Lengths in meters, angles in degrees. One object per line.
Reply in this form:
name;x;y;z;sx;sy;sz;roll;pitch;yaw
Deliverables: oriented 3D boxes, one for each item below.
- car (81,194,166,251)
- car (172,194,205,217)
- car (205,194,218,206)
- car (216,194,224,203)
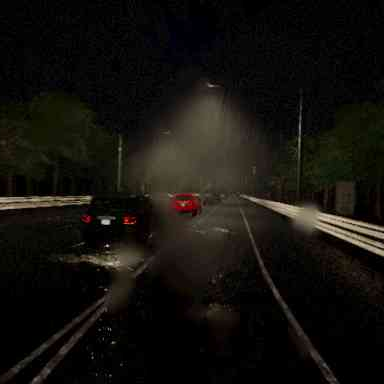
car;-2.612;1.134;14.045;2.150;2.045;5.566;2;0;7
car;-0.421;1.199;31.058;2.150;2.045;5.566;2;0;7
car;2.884;1.608;56.788;1.812;1.442;4.674;2;0;7
car;5.664;1.414;78.306;2.150;2.045;5.566;2;0;7
